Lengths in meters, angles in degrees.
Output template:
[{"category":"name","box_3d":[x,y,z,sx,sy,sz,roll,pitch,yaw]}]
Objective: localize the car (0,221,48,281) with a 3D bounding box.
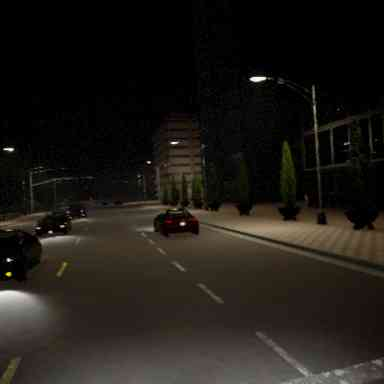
[{"category":"car","box_3d":[-6.022,1.915,10.451,1.994,1.385,4.181,-3,0,-15]}]

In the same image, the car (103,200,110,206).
[{"category":"car","box_3d":[-23.124,3.099,89.625,1.895,1.301,4.718,-3,0,-15]}]

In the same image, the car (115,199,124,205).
[{"category":"car","box_3d":[-19.640,2.775,90.092,1.882,1.535,5.008,-3,0,-15]}]

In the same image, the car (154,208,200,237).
[{"category":"car","box_3d":[-0.985,1.636,18.961,1.994,1.385,4.181,-3,0,-15]}]

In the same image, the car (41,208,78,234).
[{"category":"car","box_3d":[-9.371,2.118,22.987,2.033,1.411,5.357,-3,0,-15]}]

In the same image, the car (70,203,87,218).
[{"category":"car","box_3d":[-13.511,2.195,39.029,2.097,1.767,4.553,-3,0,-14]}]
